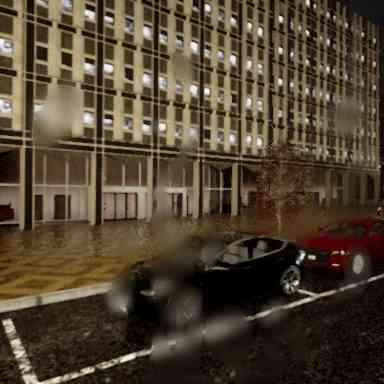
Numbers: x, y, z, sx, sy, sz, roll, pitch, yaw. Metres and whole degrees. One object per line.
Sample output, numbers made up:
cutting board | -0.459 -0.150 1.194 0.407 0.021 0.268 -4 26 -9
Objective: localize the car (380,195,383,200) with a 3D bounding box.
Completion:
car | 39.289 0.980 66.707 1.802 1.307 4.206 1 0 -36

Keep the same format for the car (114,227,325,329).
car | 0.571 1.529 6.947 4.313 1.339 1.947 -1 1 -35

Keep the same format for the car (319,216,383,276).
car | 5.007 1.462 10.105 4.507 1.381 1.887 -1 1 -35
